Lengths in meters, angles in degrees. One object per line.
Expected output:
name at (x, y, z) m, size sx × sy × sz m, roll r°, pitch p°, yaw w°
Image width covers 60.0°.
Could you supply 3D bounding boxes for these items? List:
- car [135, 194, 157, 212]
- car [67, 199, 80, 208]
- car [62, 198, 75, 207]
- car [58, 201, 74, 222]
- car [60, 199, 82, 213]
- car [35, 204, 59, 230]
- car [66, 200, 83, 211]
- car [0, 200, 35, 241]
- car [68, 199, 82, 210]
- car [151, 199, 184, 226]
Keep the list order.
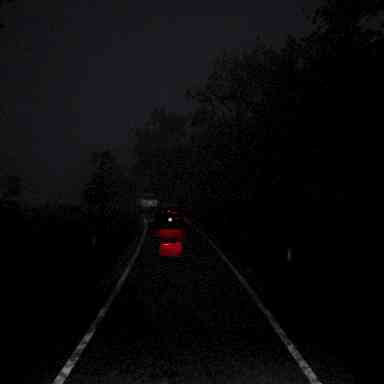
car at (-5.495, 1.239, 40.207) m, size 2.150 × 2.045 × 5.566 m, roll -1°, pitch 0°, yaw -17°
car at (-21.000, 2.072, 58.760) m, size 2.002 × 1.452 × 4.674 m, roll 0°, pitch 0°, yaw -22°
car at (-25.391, 2.116, 68.335) m, size 2.097 × 1.535 × 5.008 m, roll -2°, pitch 0°, yaw -25°
car at (-11.093, 1.716, 25.973) m, size 2.231 × 1.521 × 4.892 m, roll 2°, pitch -1°, yaw -9°
car at (-14.846, 1.839, 41.568) m, size 2.097 × 1.535 × 5.008 m, roll -1°, pitch -1°, yaw -16°
car at (-10.195, 1.676, 20.455) m, size 2.231 × 1.521 × 4.892 m, roll 2°, pitch -1°, yaw -9°
car at (-16.736, 1.902, 47.606) m, size 2.231 × 1.521 × 4.892 m, roll 0°, pitch -1°, yaw -18°
car at (-9.479, 1.387, 14.876) m, size 2.435 × 2.045 × 5.566 m, roll 2°, pitch -1°, yaw -6°
car at (-18.685, 1.974, 52.973) m, size 2.097 × 1.535 × 5.008 m, roll 0°, pitch -1°, yaw -20°
car at (-1.652, 1.447, 22.776) m, size 1.837 × 1.490 × 4.892 m, roll 0°, pitch 0°, yaw -7°
